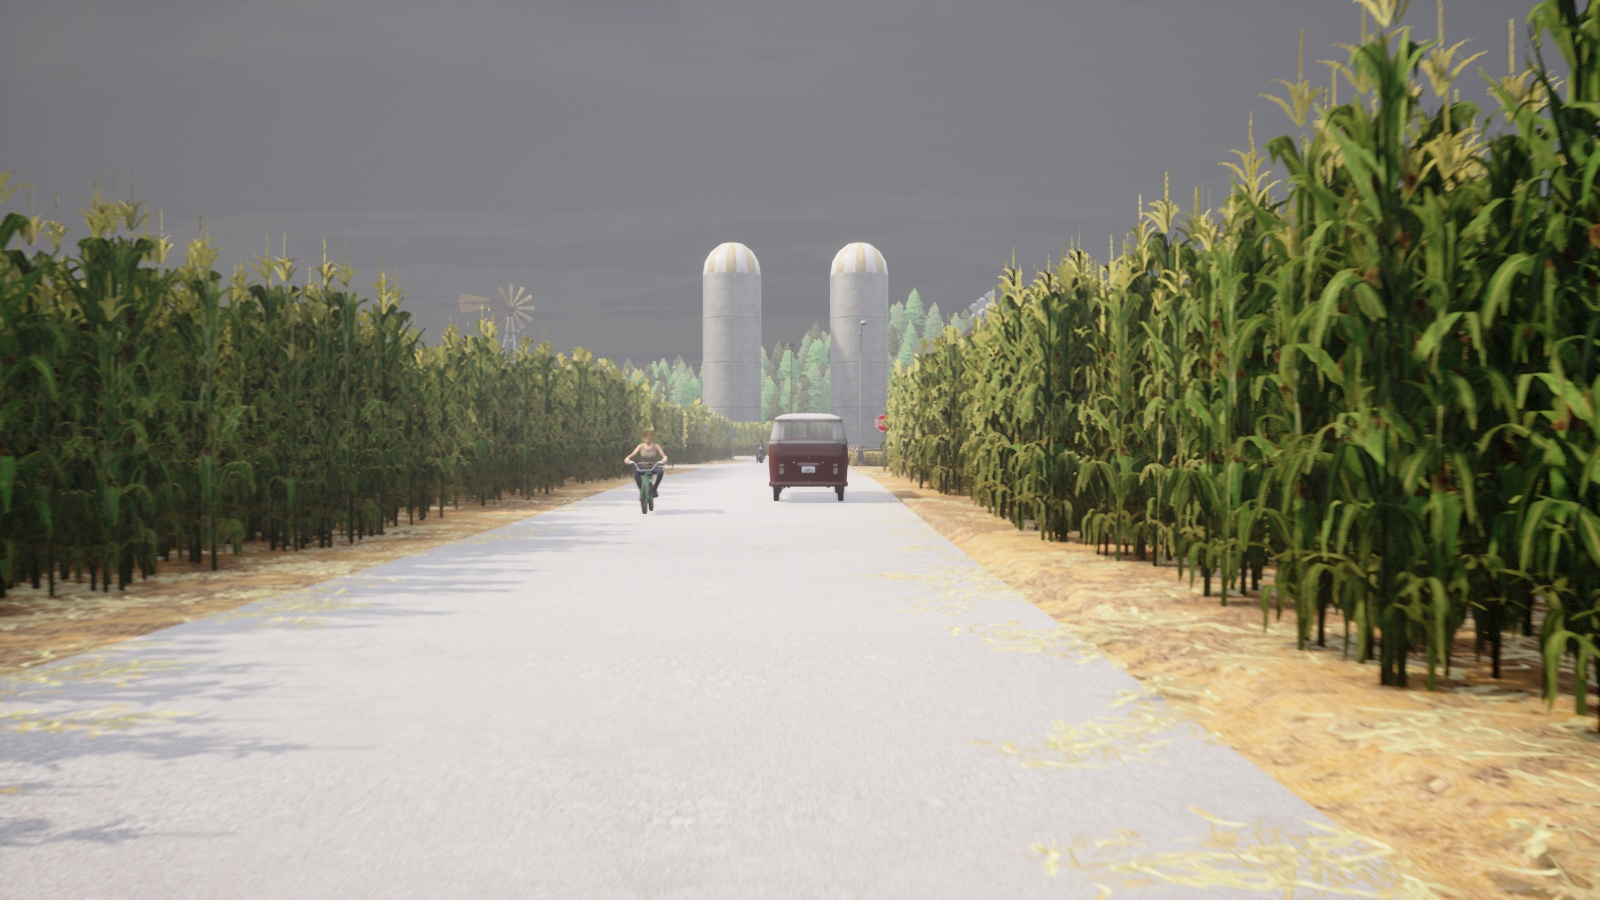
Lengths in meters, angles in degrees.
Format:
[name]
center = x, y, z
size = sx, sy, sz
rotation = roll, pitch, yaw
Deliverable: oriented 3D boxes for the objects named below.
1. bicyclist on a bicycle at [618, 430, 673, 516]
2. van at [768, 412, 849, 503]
[bicyclist on a bicycle]
center = -2.949, 0.417, 24.127
size = 0.866, 1.612, 1.509
rotation = 0, 1, 0
[van]
center = 0.197, 0.110, 29.694
size = 1.775, 1.987, 4.442
rotation = 0, 1, 0
